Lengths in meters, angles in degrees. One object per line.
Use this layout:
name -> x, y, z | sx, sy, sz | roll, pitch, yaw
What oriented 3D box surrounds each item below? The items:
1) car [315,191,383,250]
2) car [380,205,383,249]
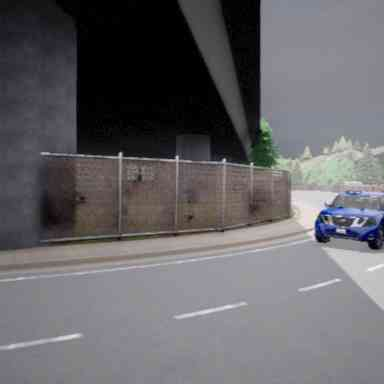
car -> 7.002, 0.997, 13.851 | 2.150, 2.045, 5.566 | 2, 2, 39
car -> 7.139, 1.236, 9.216 | 2.097, 1.767, 4.553 | 2, 2, 45
